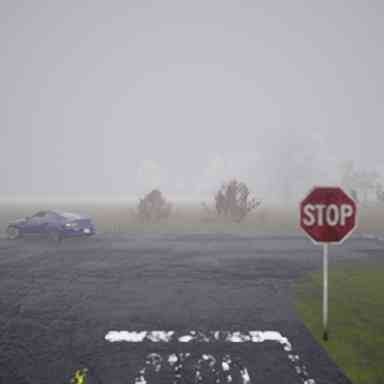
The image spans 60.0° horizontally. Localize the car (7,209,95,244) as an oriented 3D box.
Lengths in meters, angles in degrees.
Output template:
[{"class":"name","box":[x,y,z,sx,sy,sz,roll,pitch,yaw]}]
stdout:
[{"class":"car","box":[-6.685,1.539,15.790,4.674,1.442,1.812,0,-1,29]}]
